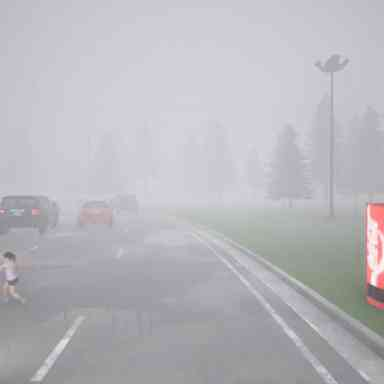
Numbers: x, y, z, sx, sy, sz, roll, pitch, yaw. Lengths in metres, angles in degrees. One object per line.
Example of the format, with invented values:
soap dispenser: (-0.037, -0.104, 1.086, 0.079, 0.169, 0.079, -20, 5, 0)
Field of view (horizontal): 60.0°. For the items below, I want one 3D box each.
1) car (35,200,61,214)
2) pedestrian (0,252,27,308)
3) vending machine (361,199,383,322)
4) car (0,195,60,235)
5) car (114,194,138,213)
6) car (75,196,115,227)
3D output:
car: (-15.627, 1.564, 36.080, 1.994, 1.385, 4.181, 0, 0, -32)
pedestrian: (-3.536, 1.674, 6.536, 0.500, 1.100, 0.500, 0, 0, -5)
vending machine: (3.845, 1.195, 6.014, 1.100, 2.100, 0.880, 0, 0, -4)
car: (-9.129, 1.215, 18.912, 2.150, 2.045, 5.566, 0, -1, -13)
car: (-7.659, 1.224, 36.826, 2.150, 2.045, 5.566, 0, 0, -27)
car: (-6.645, 1.351, 23.124, 2.097, 1.767, 4.553, 0, 0, -14)
